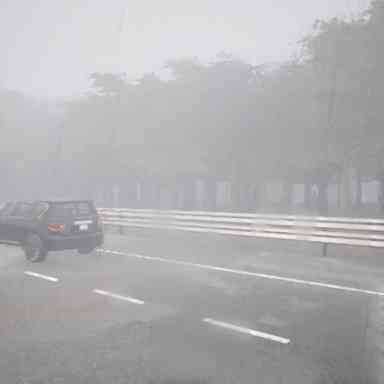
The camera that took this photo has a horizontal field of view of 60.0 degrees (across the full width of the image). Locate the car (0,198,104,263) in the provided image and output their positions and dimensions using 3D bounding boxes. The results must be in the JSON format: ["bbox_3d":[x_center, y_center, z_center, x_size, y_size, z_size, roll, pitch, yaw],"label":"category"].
[{"bbox_3d":[-5.640,1.227,12.197,5.566,2.045,2.150,0,0,36],"label":"car"}]
